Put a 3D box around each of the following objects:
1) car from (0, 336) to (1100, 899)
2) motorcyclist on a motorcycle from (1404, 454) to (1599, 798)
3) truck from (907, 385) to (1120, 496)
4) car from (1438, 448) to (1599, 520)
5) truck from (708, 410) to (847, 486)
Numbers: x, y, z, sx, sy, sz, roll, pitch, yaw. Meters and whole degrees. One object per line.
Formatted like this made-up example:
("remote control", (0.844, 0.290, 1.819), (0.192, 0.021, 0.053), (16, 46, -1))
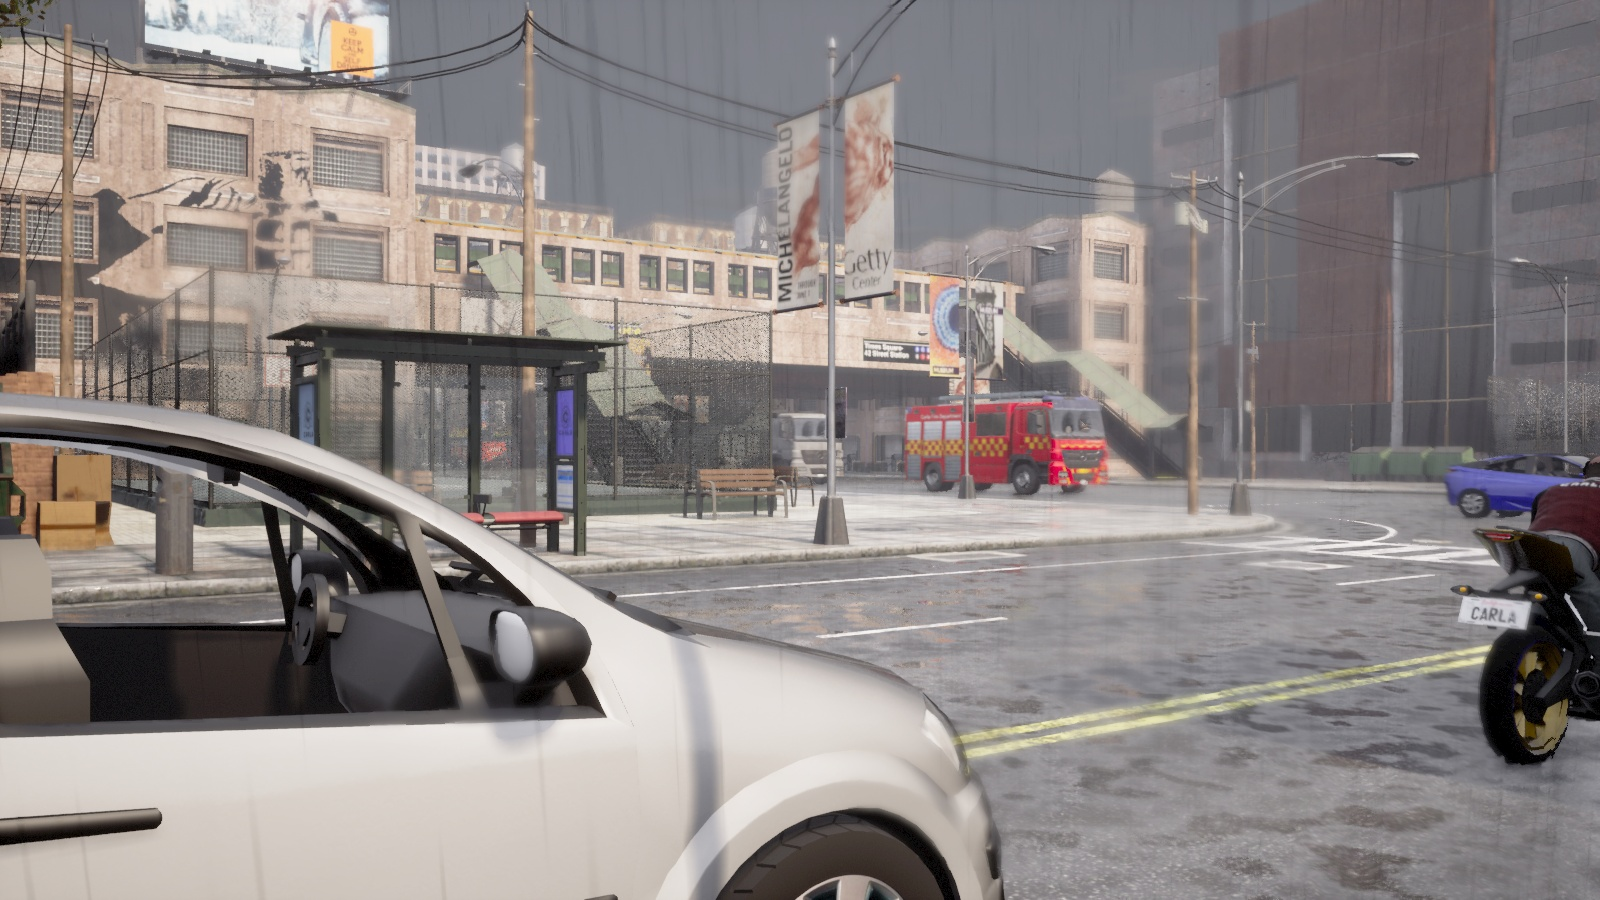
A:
("car", (-1.441, 0.653, 2.657), (3.988, 1.617, 1.851), (0, 0, -35))
("motorcyclist on a motorcycle", (4.185, 0.787, 6.582), (2.191, 1.530, 0.866), (0, 0, -35))
("truck", (7.904, -0.320, 47.819), (2.891, 3.827, 8.468), (0, 0, -34))
("car", (17.088, 0.724, 28.208), (2.007, 1.525, 4.514), (0, 0, -34))
("truck", (-1.216, -0.085, 61.143), (2.891, 3.462, 7.936), (0, 0, -34))
